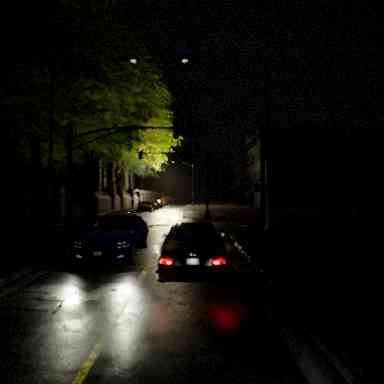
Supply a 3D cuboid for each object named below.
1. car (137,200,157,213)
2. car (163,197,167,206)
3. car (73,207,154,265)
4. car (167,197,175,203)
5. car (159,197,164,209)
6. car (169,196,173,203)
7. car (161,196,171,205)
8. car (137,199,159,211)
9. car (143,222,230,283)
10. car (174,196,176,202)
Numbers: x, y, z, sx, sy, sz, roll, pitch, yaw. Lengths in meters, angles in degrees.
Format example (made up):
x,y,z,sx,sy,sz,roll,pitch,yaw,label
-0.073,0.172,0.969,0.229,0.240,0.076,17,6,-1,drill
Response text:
x,y,z,sx,sy,sz,roll,pitch,yaw,label
-5.466,1.733,41.108,1.752,1.417,4.829,1,0,0,car
-5.478,1.838,51.720,1.947,1.339,4.313,1,0,0,car
-2.728,1.533,12.144,1.882,1.535,5.008,0,-1,0,car
-5.704,2.102,89.700,1.752,1.417,4.829,1,-1,0,car
-5.445,1.789,46.270,2.008,1.369,4.403,1,0,0,car
-5.571,1.703,68.071,2.192,1.841,5.009,1,0,0,car
-5.544,1.929,62.619,1.802,1.307,4.206,1,0,0,car
-5.430,1.747,39.134,2.008,1.369,4.403,1,0,0,car
0.038,1.593,9.845,2.033,1.411,5.357,0,0,1,car
-5.671,1.967,84.420,1.967,1.590,4.097,1,-1,0,car
